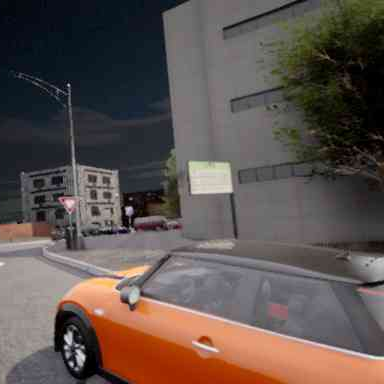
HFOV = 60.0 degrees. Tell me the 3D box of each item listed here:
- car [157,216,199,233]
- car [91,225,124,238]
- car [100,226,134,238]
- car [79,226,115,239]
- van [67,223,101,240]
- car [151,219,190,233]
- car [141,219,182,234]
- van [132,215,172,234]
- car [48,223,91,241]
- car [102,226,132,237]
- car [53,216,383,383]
[{"bbox_3d":[-2.101,4.834,49.486,5.566,2.045,2.435,-7,-8,21],"label":"car"},{"bbox_3d":[-13.582,6.343,53.555,4.553,1.767,2.185,-7,-8,21],"label":"car"},{"bbox_3d":[-12.711,6.775,56.319,5.366,1.575,1.946,-7,-8,21],"label":"car"},{"bbox_3d":[-14.622,6.202,50.967,5.008,1.535,2.097,-7,-8,21],"label":"car"},{"bbox_3d":[-15.751,5.742,48.462,4.442,1.987,1.878,-7,-7,21],"label":"van"},{"bbox_3d":[-3.053,4.815,46.910,5.008,1.535,2.097,-7,-8,20],"label":"car"},{"bbox_3d":[-4.052,4.583,44.270,4.792,1.488,2.163,-7,-8,21],"label":"car"},{"bbox_3d":[-5.002,4.089,41.683,4.442,1.987,1.878,-7,-7,21],"label":"van"},{"bbox_3d":[-14.359,4.694,39.286,2.097,1.767,4.553,-7,-6,22],"label":"car"},{"bbox_3d":[-10.822,5.678,48.130,1.895,1.301,4.718,-7,-8,21],"label":"car"},{"bbox_3d":[0.309,1.360,3.914,4.553,1.767,2.097,0,0,39],"label":"car"}]
